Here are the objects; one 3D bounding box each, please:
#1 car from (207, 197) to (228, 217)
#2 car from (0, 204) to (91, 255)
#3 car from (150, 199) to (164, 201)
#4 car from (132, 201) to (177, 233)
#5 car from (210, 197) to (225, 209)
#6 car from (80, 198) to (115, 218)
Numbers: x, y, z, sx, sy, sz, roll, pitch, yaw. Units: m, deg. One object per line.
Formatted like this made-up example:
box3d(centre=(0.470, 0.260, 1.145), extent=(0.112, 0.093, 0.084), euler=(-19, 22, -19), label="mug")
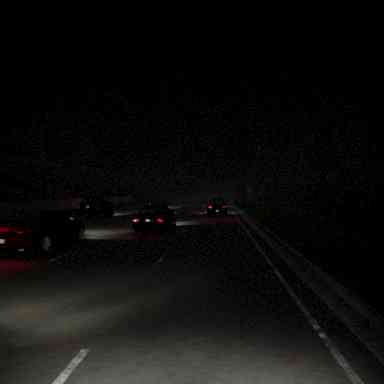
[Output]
box3d(centre=(2.323, 1.444, 30.594), extent=(1.812, 1.442, 4.674), euler=(0, 0, 4), label="car")
box3d(centre=(-5.988, 1.442, 13.246), extent=(1.882, 1.535, 5.008), euler=(0, 0, 4), label="car")
box3d(centre=(-4.045, 1.495, 39.193), extent=(1.895, 1.301, 4.718), euler=(0, 0, 4), label="car")
box3d(centre=(-2.043, 1.495, 19.370), extent=(2.033, 1.411, 5.357), euler=(0, 0, 4), label="car")
box3d(centre=(3.374, 1.407, 44.493), extent=(1.812, 1.442, 4.674), euler=(0, 0, 4), label="car")
box3d(centre=(-8.315, 1.274, 29.193), extent=(2.097, 1.767, 4.553), euler=(0, 0, 4), label="car")
